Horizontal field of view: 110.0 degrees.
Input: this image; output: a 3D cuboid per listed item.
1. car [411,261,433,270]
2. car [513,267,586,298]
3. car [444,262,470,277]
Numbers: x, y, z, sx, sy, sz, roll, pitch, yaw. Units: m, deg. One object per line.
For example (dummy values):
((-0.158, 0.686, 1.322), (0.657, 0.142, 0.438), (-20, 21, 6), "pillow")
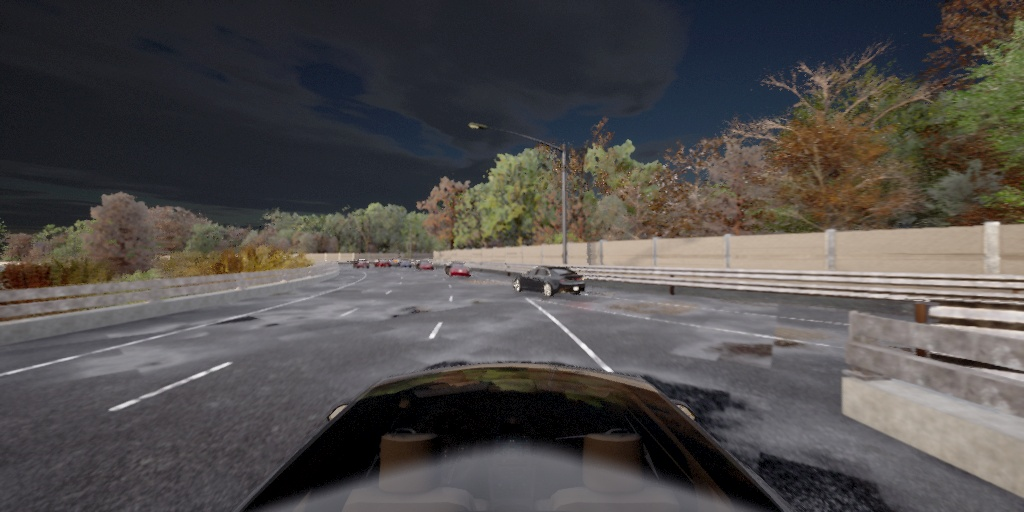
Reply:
((-13.350, 1.445, 54.242), (1.994, 1.385, 4.181), (0, 0, -28), "car")
((1.803, 1.289, 18.843), (1.837, 1.490, 4.892), (-1, 0, -29), "car")
((-5.569, 1.343, 36.225), (1.994, 1.385, 4.181), (5, 0, -19), "car")
